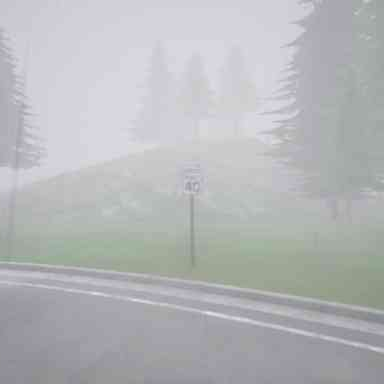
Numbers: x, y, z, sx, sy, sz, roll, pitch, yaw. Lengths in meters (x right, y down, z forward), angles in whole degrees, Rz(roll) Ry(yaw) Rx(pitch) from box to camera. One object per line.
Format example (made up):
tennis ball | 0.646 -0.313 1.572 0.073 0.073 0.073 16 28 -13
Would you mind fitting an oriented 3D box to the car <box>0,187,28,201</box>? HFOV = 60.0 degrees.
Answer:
car | -27.635 0.228 50.809 2.150 2.045 5.566 0 2 11
